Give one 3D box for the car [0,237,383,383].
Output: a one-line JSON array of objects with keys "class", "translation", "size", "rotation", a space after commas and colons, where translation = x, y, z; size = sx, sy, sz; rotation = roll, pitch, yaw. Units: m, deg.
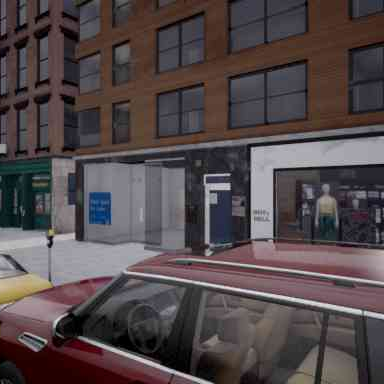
[{"class": "car", "translation": [0.347, 1.315, 2.564], "size": [5.009, 1.841, 2.192], "rotation": [0, 0, 36]}]
